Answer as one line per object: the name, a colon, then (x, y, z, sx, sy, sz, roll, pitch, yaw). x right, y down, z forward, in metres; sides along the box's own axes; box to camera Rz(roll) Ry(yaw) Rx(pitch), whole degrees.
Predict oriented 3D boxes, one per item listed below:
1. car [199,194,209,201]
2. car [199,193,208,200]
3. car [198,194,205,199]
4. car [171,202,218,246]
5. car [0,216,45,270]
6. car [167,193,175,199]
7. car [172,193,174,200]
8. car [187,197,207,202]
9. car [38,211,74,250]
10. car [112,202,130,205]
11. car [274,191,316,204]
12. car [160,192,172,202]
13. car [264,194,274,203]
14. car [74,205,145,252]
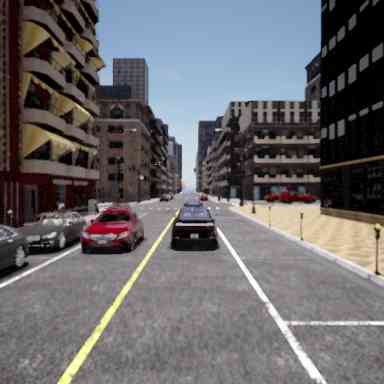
car: (2.703, 1.150, 74.477, 1.967, 1.590, 4.097, 0, 0, 0)
car: (2.704, 1.130, 80.160, 1.967, 1.590, 4.097, 0, 0, 0)
car: (2.707, 1.234, 91.525, 1.802, 1.307, 4.206, 0, 0, 0)
car: (0.101, 1.428, 14.912, 2.128, 1.511, 4.902, 0, 0, 0)
car: (-5.690, 1.516, 8.206, 2.008, 1.369, 4.403, 0, 0, 0)
car: (-5.674, 1.092, 91.524, 1.967, 1.590, 4.097, 0, 0, 0)
car: (-5.677, 1.236, 74.307, 1.752, 1.417, 4.829, 0, 0, 0)
car: (0.103, 1.437, 30.403, 1.994, 1.385, 4.181, 0, 0, 0)
car: (-5.688, 1.492, 13.854, 2.008, 1.369, 4.403, 0, 0, 0)
car: (-5.736, 1.470, 26.772, 1.802, 1.307, 4.206, 0, 0, 0)
car: (14.702, 0.835, 46.727, 5.009, 1.841, 2.192, -1, 1, 0)
car: (-5.678, 1.296, 68.795, 1.947, 1.339, 4.313, 0, 0, 0)
car: (14.569, 0.786, 55.105, 5.009, 1.841, 2.192, -1, 1, 0)
car: (-3.097, 1.467, 13.838, 1.812, 1.442, 4.674, 0, 0, 0)
